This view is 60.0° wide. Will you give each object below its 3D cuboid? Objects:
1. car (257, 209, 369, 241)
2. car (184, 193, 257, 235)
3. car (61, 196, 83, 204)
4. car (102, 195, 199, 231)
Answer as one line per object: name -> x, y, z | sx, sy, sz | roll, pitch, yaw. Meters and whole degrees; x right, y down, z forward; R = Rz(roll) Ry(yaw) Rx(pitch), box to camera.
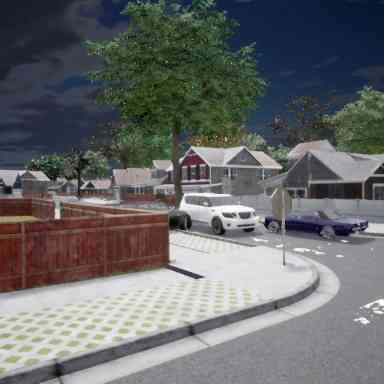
car -> 5.777, 1.463, 16.178 | 1.895, 1.301, 4.718 | -1, 1, -40
car -> 1.261, 1.088, 18.438 | 2.150, 2.045, 5.566 | -1, 1, -30
car -> -14.991, 1.215, 41.227 | 1.812, 1.442, 4.674 | -1, 1, -34
car -> -2.064, 1.263, 17.629 | 2.097, 1.767, 4.553 | 0, 1, 41
